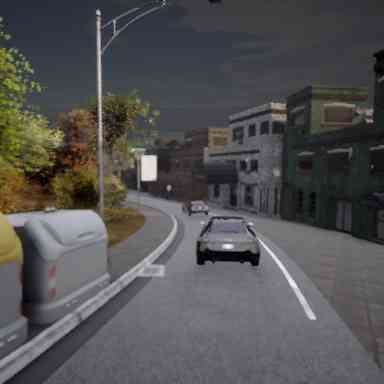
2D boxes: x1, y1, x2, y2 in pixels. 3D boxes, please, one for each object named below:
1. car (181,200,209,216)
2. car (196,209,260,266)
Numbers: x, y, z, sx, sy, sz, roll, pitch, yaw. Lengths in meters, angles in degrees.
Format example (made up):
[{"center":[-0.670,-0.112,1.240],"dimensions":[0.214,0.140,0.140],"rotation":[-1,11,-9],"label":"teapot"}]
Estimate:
[{"center":[0.232,1.410,31.285],"dimensions":[2.033,1.411,5.357],"rotation":[-1,1,-11],"label":"car"},{"center":[1.209,1.540,11.662],"dimensions":[1.994,1.385,4.181],"rotation":[1,0,5],"label":"car"}]
